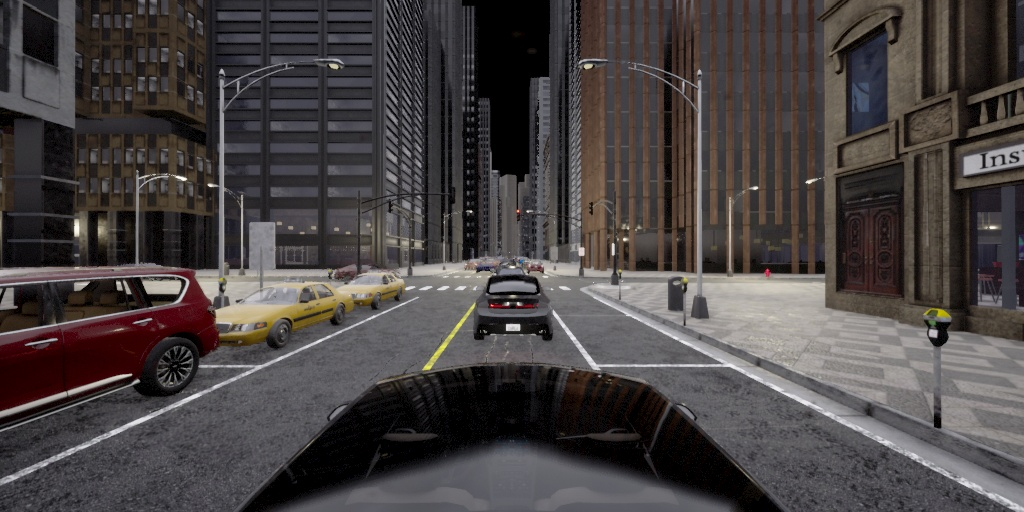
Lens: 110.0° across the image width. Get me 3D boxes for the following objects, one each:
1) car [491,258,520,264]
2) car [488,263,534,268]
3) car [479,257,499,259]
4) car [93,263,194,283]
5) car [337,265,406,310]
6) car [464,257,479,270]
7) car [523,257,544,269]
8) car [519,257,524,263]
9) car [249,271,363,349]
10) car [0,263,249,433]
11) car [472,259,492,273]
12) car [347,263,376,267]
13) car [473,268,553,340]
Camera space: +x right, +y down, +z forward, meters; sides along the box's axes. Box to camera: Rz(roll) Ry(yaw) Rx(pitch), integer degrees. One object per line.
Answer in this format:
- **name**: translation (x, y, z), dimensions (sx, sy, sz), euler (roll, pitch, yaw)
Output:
- **car**: translation (-0.618, 1.281, 38.460), dimensions (1.812, 1.442, 4.674), euler (0, 0, 9)
- **car**: translation (-0.046, 1.298, 20.253), dimensions (2.033, 1.411, 5.357), euler (0, 0, 0)
- **car**: translation (-3.213, 1.111, 52.024), dimensions (2.097, 1.767, 4.553), euler (0, 0, 0)
- **car**: translation (-27.189, 1.216, 26.563), dimensions (5.357, 1.411, 2.033), euler (0, 0, 0)
- **car**: translation (-5.795, 1.276, 14.830), dimensions (1.751, 1.417, 4.829), euler (0, 0, 0)
- **car**: translation (-5.891, 1.199, 52.994), dimensions (1.967, 1.591, 4.097), euler (0, 0, 0)
- **car**: translation (2.662, 1.196, 41.816), dimensions (1.967, 1.591, 4.097), euler (0, 0, 0)
- **car**: translation (2.620, 1.312, 58.643), dimensions (2.007, 1.370, 4.403), euler (0, 0, 0)
- **car**: translation (-5.780, 1.276, 9.229), dimensions (1.751, 1.417, 4.829), euler (0, 0, 0)
- **car**: translation (-5.767, 1.065, 3.797), dimensions (2.192, 1.841, 5.009), euler (0, 0, 0)
- **car**: translation (-3.192, 1.357, 42.330), dimensions (1.895, 1.301, 4.718), euler (0, 0, 0)
- **car**: translation (-10.659, 1.244, 26.706), dimensions (4.674, 1.442, 1.812), euler (0, 0, 0)
- **car**: translation (0.036, 1.255, 9.924), dimensions (1.837, 1.490, 4.892), euler (0, 0, 0)
